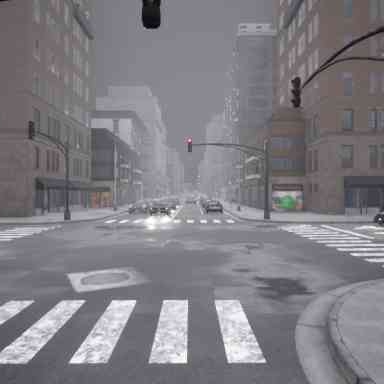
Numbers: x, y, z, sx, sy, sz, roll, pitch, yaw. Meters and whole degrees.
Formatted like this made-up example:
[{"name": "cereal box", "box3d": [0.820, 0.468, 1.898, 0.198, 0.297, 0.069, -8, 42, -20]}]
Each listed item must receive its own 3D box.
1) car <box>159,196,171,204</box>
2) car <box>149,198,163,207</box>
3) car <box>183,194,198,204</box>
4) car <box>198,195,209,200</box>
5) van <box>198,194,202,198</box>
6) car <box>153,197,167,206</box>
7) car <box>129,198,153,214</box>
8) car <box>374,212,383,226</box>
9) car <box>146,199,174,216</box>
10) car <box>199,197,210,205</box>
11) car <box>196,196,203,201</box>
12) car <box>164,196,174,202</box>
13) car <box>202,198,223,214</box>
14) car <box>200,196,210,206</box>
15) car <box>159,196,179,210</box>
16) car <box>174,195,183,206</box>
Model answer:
[{"name": "car", "box3d": [-5.594, 1.552, 69.260, 1.967, 1.590, 4.097, 0, 0, 0]}, {"name": "car", "box3d": [-5.627, 1.653, 52.727, 1.802, 1.307, 4.206, 0, 0, 0]}, {"name": "car", "box3d": [-0.217, 1.661, 63.746, 1.994, 1.385, 4.181, 0, 0, 0]}, {"name": "car", "box3d": [2.398, 1.637, 52.711, 1.947, 1.339, 4.313, 0, 0, 0]}, {"name": "van", "box3d": [2.409, 1.424, 58.222, 1.690, 1.788, 3.998, 0, 0, 0]}, {"name": "car", "box3d": [-5.616, 1.634, 58.238, 2.008, 1.369, 4.403, 0, 0, 0]}, {"name": "car", "box3d": [-5.660, 1.480, 36.195, 1.967, 1.590, 4.097, 0, 0, 0]}, {"name": "car", "box3d": [13.692, 1.513, 20.684, 4.181, 1.385, 1.994, 0, 0, 0]}, {"name": "car", "box3d": [-3.128, 1.637, 33.558, 1.895, 1.301, 4.718, 0, 0, 0]}, {"name": "car", "box3d": [2.420, 1.647, 63.733, 2.008, 1.369, 4.403, 0, 0, 0]}, {"name": "car", "box3d": [2.063, 1.698, 90.147, 1.812, 1.442, 4.674, 0, 0, 0]}, {"name": "car", "box3d": [-5.572, 1.694, 80.281, 2.008, 1.369, 4.403, 0, 0, 0]}, {"name": "car", "box3d": [2.365, 1.606, 36.178, 1.947, 1.339, 4.313, 0, 0, 0]}, {"name": "car", "box3d": [2.387, 1.641, 47.201, 1.802, 1.307, 4.206, 0, 0, 0]}, {"name": "car", "box3d": [-3.104, 1.617, 43.536, 1.994, 1.385, 4.181, 0, 0, 1]}, {"name": "car", "box3d": [-3.065, 1.643, 56.631, 1.994, 1.385, 4.181, 0, 0, 0]}]
